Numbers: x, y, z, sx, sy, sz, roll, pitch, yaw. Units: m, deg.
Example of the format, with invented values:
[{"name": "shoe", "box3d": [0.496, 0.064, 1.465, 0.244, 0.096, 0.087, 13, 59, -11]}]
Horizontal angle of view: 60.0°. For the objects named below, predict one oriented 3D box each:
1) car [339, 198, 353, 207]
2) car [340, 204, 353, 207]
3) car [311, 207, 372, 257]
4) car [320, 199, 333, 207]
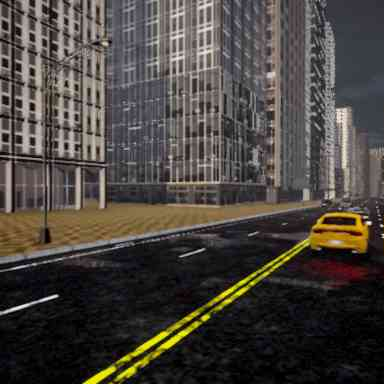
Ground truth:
[{"name": "car", "box3d": [27.576, 1.932, 59.409, 2.097, 1.767, 4.553, 0, 0, 29]}, {"name": "car", "box3d": [12.961, 1.862, 26.010, 1.895, 1.301, 4.718, 0, 0, 29]}, {"name": "car", "box3d": [6.223, 1.609, 13.735, 1.882, 1.535, 5.008, 0, 0, 29]}, {"name": "car", "box3d": [24.697, 2.066, 60.904, 1.837, 1.490, 4.892, 0, 0, 29]}]
